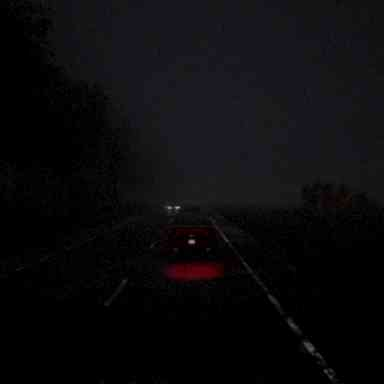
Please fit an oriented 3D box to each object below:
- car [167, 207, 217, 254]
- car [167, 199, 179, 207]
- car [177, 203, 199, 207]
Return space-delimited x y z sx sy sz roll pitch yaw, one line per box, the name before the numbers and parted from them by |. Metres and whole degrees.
car | 0.016 1.619 14.214 1.882 1.535 5.008 0 0 1
car | -3.590 2.119 64.498 1.837 1.490 4.892 0 0 1
car | -0.008 1.843 28.357 1.994 1.385 4.181 0 0 1
